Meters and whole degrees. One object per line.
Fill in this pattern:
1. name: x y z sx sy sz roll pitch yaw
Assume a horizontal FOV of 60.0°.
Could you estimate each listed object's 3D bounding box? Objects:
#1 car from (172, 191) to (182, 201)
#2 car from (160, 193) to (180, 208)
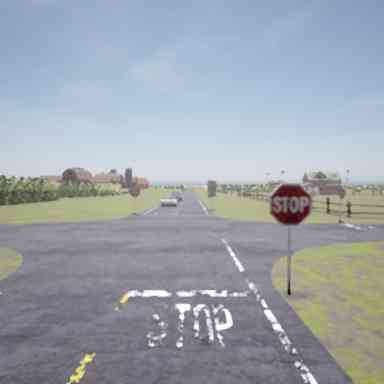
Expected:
1. car: -2.771 0.627 58.259 2.097 1.767 4.553 0 1 0
2. car: -2.764 1.140 39.927 1.895 1.301 4.718 0 1 0
